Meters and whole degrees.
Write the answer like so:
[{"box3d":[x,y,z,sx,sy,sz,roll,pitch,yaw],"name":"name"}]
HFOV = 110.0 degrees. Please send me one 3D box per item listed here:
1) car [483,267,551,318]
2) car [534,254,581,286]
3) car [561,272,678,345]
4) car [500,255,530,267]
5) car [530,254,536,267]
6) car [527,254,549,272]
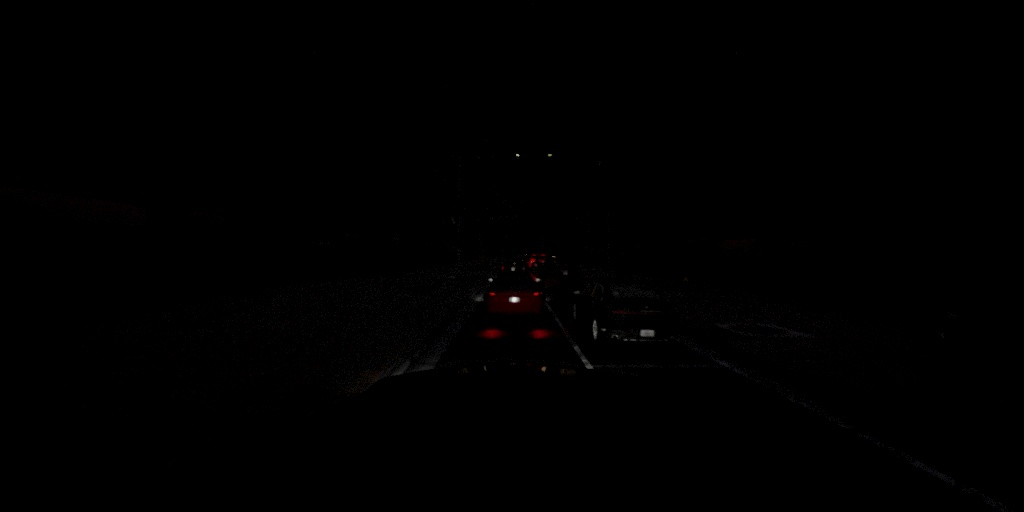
[{"box3d":[0.081,1.256,12.645,1.994,1.385,4.181,0,0,0],"name":"car"},{"box3d":[2.639,0.963,20.274,2.192,1.841,5.009,0,0,0],"name":"car"},{"box3d":[2.639,1.262,9.192,2.007,1.370,4.403,0,0,0],"name":"car"},{"box3d":[0.084,0.952,28.585,2.097,1.767,4.553,0,0,0],"name":"car"},{"box3d":[2.989,0.913,35.383,2.097,1.767,4.553,0,0,0],"name":"car"},{"box3d":[2.983,0.747,42.443,2.150,2.045,5.566,0,0,0],"name":"car"}]
